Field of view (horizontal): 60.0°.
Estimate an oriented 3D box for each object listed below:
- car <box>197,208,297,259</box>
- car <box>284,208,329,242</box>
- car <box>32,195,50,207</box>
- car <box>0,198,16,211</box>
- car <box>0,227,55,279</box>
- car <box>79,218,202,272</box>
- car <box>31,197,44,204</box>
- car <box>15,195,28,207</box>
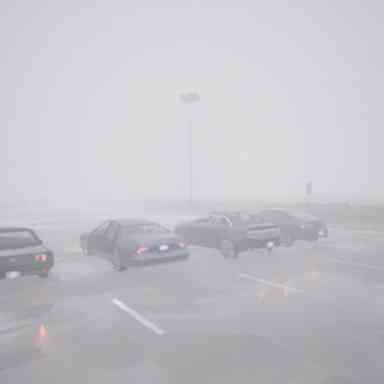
[{"bbox_3d":[1.122,1.452,12.458,2.128,1.511,4.902,-1,0,-34],"label":"car"},{"bbox_3d":[3.740,1.431,14.810,1.812,1.442,4.674,-1,0,-34],"label":"car"},{"bbox_3d":[-27.643,1.674,60.960,2.150,2.045,5.566,-1,0,-34],"label":"car"},{"bbox_3d":[-27.779,2.020,48.889,2.033,1.411,5.357,-1,0,-35],"label":"car"},{"bbox_3d":[-5.492,1.694,9.744,1.895,1.301,4.718,-1,0,-34],"label":"car"},{"bbox_3d":[-2.153,1.574,11.054,2.033,1.411,5.357,-1,0,-34],"label":"car"},{"bbox_3d":[-38.675,2.162,83.246,2.128,1.511,4.902,-1,0,-34],"label":"car"},{"bbox_3d":[-30.840,1.870,59.439,2.097,1.767,4.553,-1,0,-34],"label":"car"}]
